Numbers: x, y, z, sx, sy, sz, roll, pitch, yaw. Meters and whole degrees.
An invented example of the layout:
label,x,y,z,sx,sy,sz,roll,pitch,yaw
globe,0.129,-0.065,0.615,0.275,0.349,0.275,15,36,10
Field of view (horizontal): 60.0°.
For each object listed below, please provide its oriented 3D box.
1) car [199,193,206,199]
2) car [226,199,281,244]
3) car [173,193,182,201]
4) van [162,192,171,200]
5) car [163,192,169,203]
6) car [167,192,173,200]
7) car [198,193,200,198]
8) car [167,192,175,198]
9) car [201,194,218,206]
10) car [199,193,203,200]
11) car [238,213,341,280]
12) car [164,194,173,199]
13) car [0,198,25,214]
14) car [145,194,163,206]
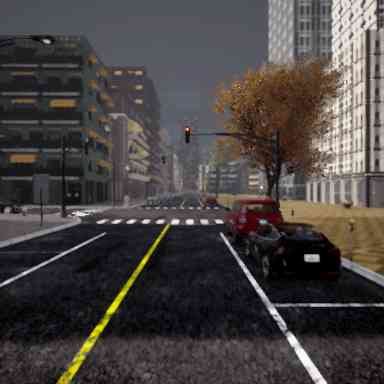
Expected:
label,x,y,z,sx,sy,sz,roll,pitch,yaw
car,2.683,1.018,86.349,1.752,1.417,4.829,0,0,0
car,2.691,1.216,15.062,2.192,1.841,5.009,0,0,0
car,-3.005,1.171,70.399,1.895,1.301,4.718,0,0,0
van,-5.696,0.892,75.113,1.690,1.788,3.998,0,0,0
car,-5.694,1.190,58.516,2.008,1.369,4.403,0,0,0
car,-5.695,1.020,69.580,1.967,1.590,4.097,0,0,0
car,2.685,1.133,75.113,1.802,1.307,4.206,0,0,0
car,-5.697,0.906,91.711,1.967,1.590,4.097,0,0,0
car,2.687,1.245,47.451,1.887,1.381,4.507,0,0,0
car,2.686,1.163,58.686,1.752,1.417,4.829,0,0,0
car,2.691,1.502,9.540,1.947,1.339,4.313,0,0,0
car,-5.696,1.104,80.646,1.802,1.307,4.206,0,0,0
car,-16.428,1.158,28.042,4.403,1.369,2.008,1,-1,-1
car,-5.693,1.251,47.450,2.008,1.369,4.403,0,0,0
